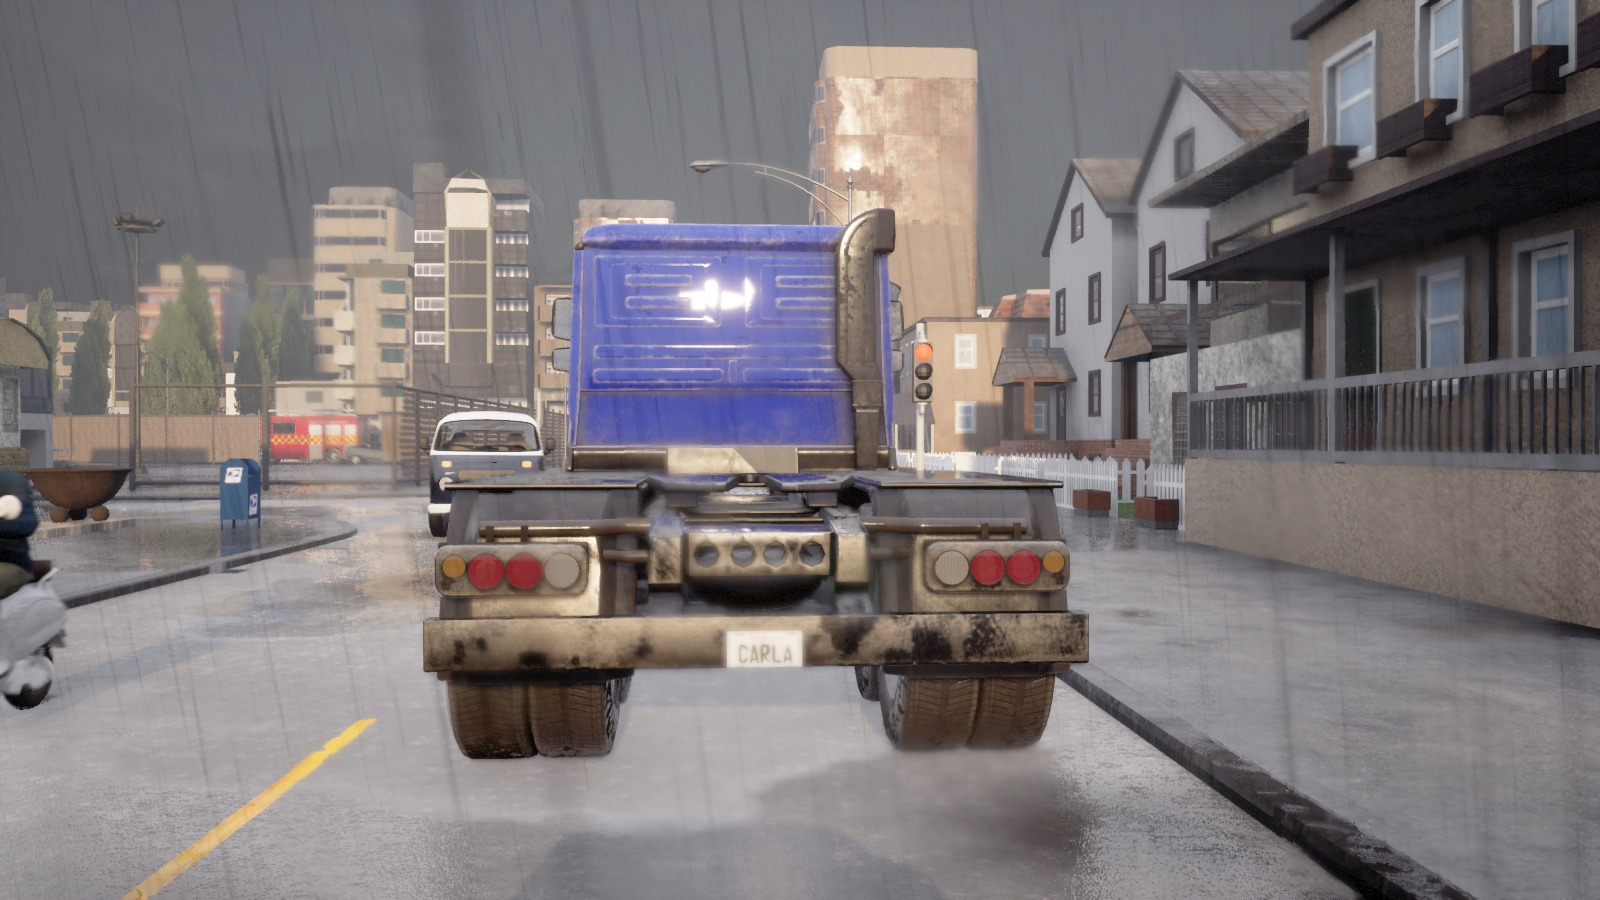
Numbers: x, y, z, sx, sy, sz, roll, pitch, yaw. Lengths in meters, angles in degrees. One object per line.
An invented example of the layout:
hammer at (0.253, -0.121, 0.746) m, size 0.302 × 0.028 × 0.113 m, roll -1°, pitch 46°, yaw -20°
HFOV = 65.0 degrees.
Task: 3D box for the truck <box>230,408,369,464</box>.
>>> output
truck at (-34.798, -0.940, 87.533) m, size 8.468 × 3.827 × 2.891 m, roll 0°, pitch 0°, yaw -3°

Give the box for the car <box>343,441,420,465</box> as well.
car at (-27.921, 0.197, 83.916) m, size 4.514 × 1.525 × 2.007 m, roll 0°, pitch 0°, yaw -3°

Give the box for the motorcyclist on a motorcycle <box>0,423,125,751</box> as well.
motorcyclist on a motorcycle at (-4.321, 0.660, 6.392) m, size 0.866 × 1.590 × 1.817 m, roll 0°, pitch 0°, yaw -3°

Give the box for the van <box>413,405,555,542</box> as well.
van at (-5.210, 0.346, 21.086) m, size 2.069 × 2.038 × 4.480 m, roll 0°, pitch 0°, yaw -12°

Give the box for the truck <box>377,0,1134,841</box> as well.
truck at (-0.432, -0.285, 8.765) m, size 2.891 × 3.462 × 7.936 m, roll 0°, pitch 0°, yaw -4°
